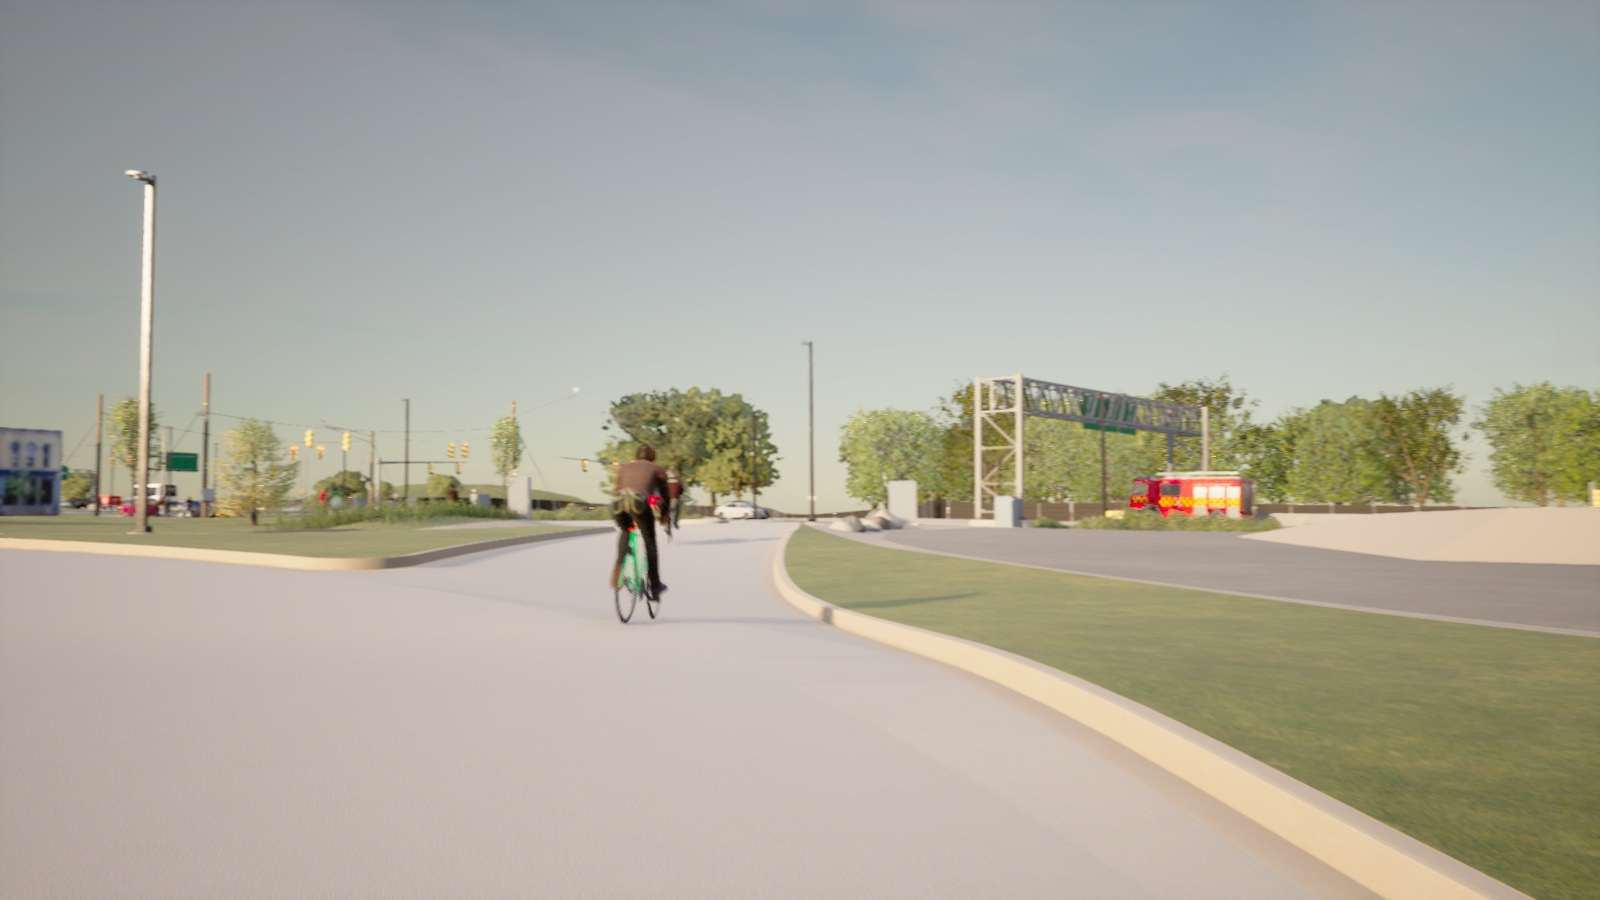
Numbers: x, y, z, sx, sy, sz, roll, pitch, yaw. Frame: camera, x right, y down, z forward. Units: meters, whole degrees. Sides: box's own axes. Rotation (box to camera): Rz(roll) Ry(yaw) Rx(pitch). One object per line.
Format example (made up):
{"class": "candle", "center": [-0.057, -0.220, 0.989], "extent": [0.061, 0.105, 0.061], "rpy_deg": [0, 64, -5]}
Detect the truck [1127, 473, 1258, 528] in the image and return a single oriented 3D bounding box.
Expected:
{"class": "truck", "center": [28.129, 3.643, 90.254], "extent": [8.468, 3.827, 2.891], "rpy_deg": [-2, -4, 40]}

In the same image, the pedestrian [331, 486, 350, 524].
{"class": "pedestrian", "center": [-23.459, 2.819, 64.117], "extent": [0.659, 1.952, 0.873], "rpy_deg": [3, -5, -40]}

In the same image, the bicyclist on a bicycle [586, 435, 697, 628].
{"class": "bicyclist on a bicycle", "center": [-1.402, 0.766, 11.402], "extent": [0.582, 1.620, 1.656], "rpy_deg": [0, -6, 7]}
